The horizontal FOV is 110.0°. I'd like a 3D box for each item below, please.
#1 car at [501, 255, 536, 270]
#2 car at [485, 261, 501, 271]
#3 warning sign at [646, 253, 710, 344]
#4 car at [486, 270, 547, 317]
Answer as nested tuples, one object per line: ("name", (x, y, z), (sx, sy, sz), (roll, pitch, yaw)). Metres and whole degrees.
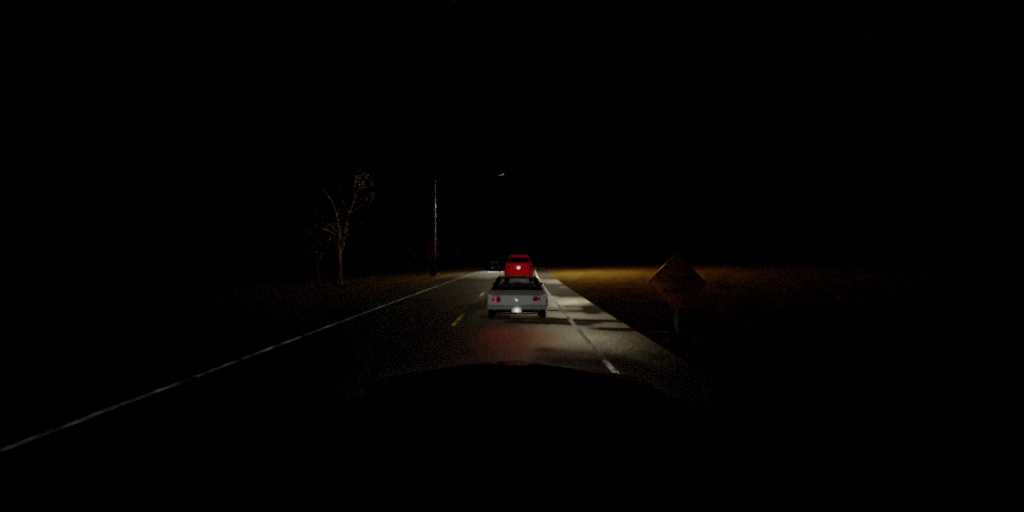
("car", (0.581, 0.958, 28.829), (2.150, 2.045, 5.566), (0, 0, 2))
("car", (-2.293, 1.290, 46.669), (1.994, 1.385, 4.181), (0, 0, 3))
("warning sign", (3.579, 0.864, 7.824), (1.300, 1.860, 1.060), (0, 0, 1))
("car", (0.191, 1.347, 13.095), (1.895, 1.301, 4.718), (0, 0, 1))
